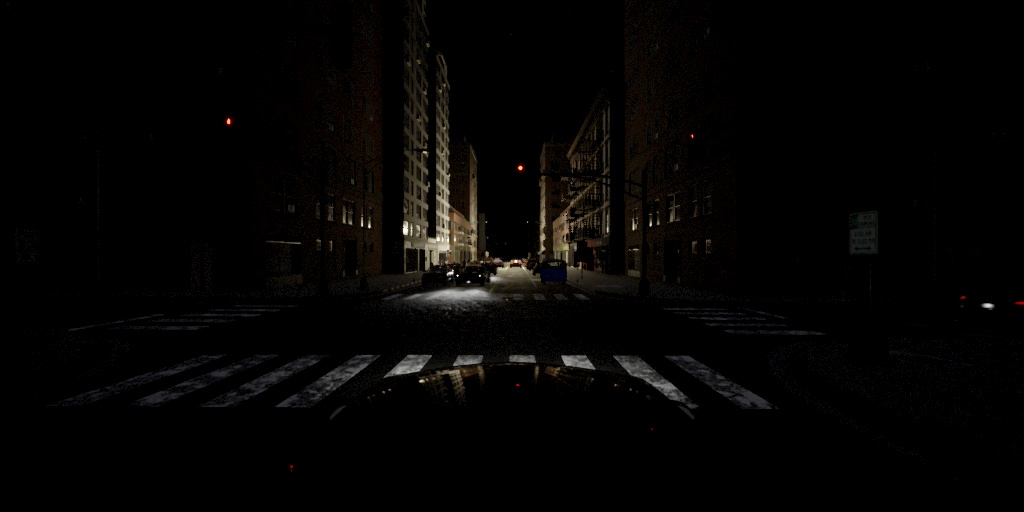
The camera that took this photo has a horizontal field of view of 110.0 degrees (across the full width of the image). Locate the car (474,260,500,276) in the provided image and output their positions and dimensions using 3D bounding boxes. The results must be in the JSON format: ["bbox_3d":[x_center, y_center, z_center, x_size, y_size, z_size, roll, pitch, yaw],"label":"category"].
[{"bbox_3d":[-2.516,1.347,37.233,1.895,1.301,4.718,0,0,0],"label":"car"}]

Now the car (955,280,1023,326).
[{"bbox_3d":[15.726,1.418,10.278,4.181,1.385,1.994,0,0,2],"label":"car"}]

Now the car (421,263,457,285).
[{"bbox_3d":[-5.170,1.299,25.462,2.007,1.370,4.403,0,0,1],"label":"car"}]

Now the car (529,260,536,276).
[{"bbox_3d":[2.962,1.329,36.757,1.802,1.307,4.207,0,0,1],"label":"car"}]

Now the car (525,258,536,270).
[{"bbox_3d":[3.069,1.325,48.120,1.802,1.307,4.207,0,0,1],"label":"car"}]

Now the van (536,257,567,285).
[{"bbox_3d":[2.855,1.089,25.395,1.690,1.789,3.998,0,0,1],"label":"van"}]

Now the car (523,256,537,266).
[{"bbox_3d":[3.123,1.054,53.801,2.192,1.841,5.009,0,0,1],"label":"car"}]

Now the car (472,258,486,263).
[{"bbox_3d":[-4.957,1.268,48.019,1.751,1.417,4.829,0,0,1],"label":"car"}]

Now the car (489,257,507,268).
[{"bbox_3d":[-2.240,1.300,58.174,1.994,1.385,4.181,0,0,1],"label":"car"}]

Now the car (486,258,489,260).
[{"bbox_3d":[-4.902,1.305,53.871,1.948,1.339,4.313,0,0,1],"label":"car"}]

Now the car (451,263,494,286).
[{"bbox_3d":[-2.643,1.349,25.169,1.895,1.301,4.718,0,0,4],"label":"car"}]

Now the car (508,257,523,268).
[{"bbox_3d":[0.639,1.336,59.078,1.895,1.301,4.718,0,0,1],"label":"car"}]
